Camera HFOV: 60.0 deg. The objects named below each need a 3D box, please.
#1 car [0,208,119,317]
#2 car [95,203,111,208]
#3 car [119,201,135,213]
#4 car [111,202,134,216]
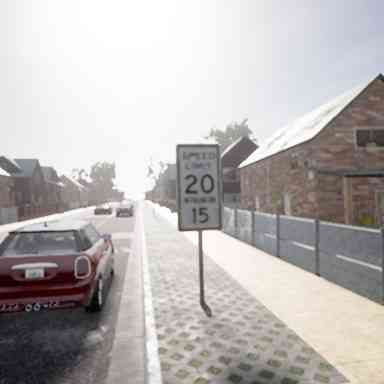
[{"bbox_3d":[-3.032,1.439,7.812,2.097,1.767,4.553,-1,0,-9],"label":"car"},{"bbox_3d":[-11.218,2.134,42.249,1.994,1.385,4.181,-1,-1,-9],"label":"car"},{"bbox_3d":[-9.408,2.137,48.442,2.033,1.411,5.357,-1,-1,-9],"label":"car"},{"bbox_3d":[-7.782,2.001,38.430,2.033,1.411,5.357,-1,-1,-9],"label":"car"}]
